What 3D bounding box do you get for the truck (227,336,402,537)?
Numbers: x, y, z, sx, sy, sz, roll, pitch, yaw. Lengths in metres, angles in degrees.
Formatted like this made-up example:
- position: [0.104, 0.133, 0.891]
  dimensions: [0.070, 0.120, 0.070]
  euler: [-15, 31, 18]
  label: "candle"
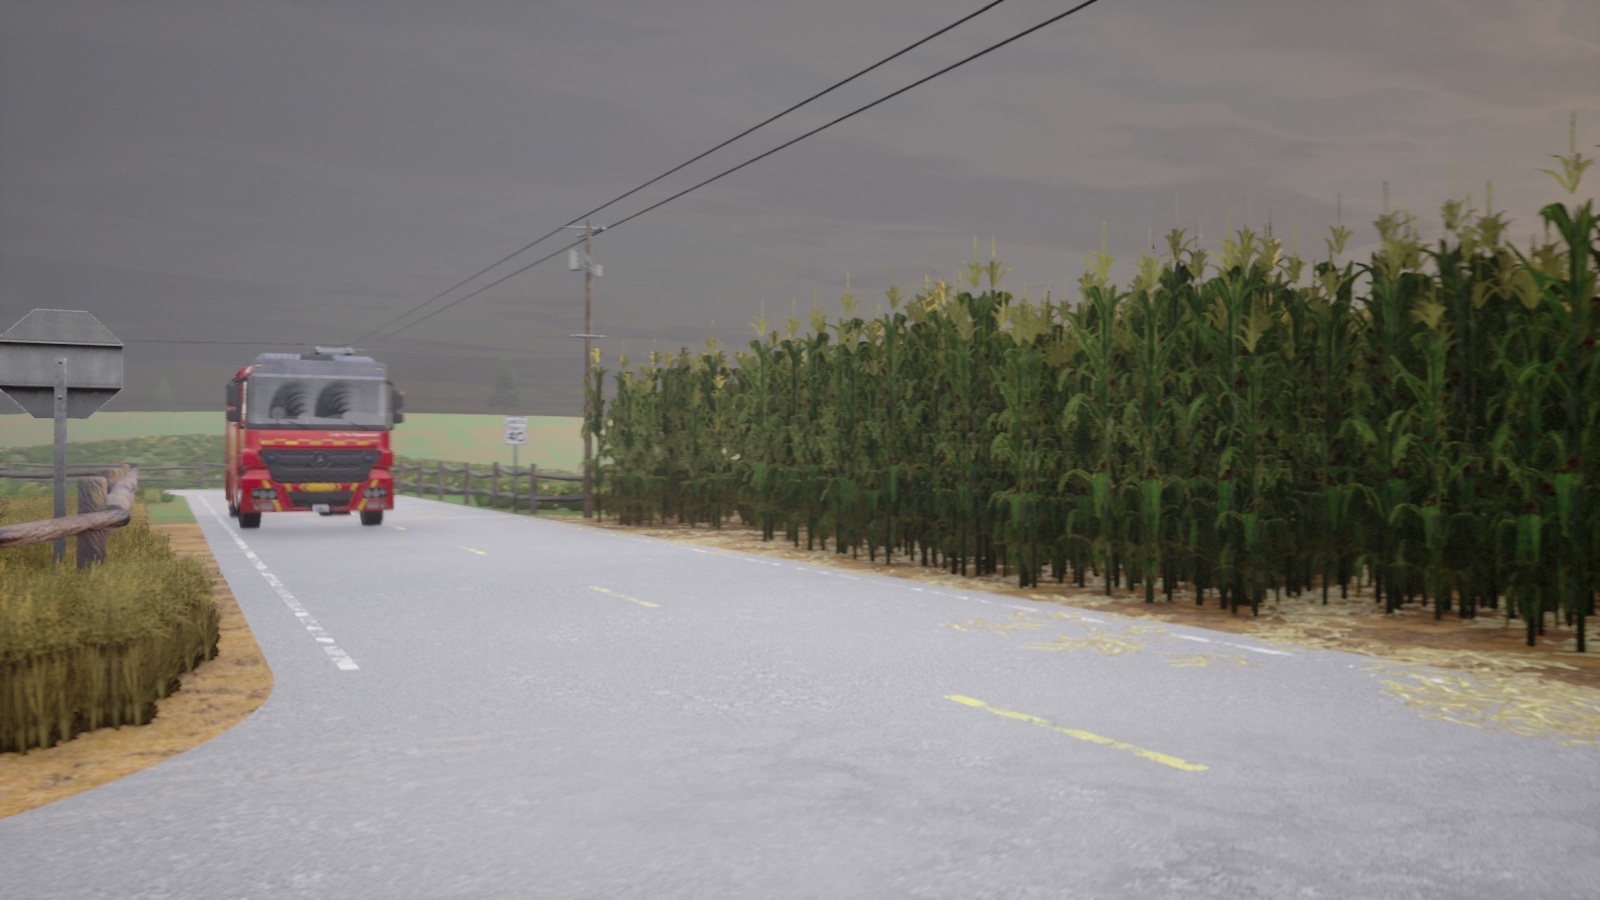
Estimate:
- position: [-11.159, -0.232, 28.292]
  dimensions: [2.891, 3.827, 8.468]
  euler: [0, 0, -27]
  label: "truck"
